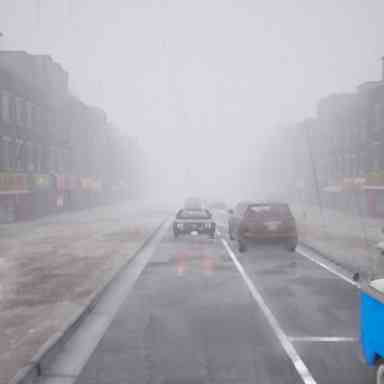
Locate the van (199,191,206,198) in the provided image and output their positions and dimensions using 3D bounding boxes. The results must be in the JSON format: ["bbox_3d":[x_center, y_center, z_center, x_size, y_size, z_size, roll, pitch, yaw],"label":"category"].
[{"bbox_3d":[2.592,0.678,85.076,1.690,1.788,3.998,-1,0,0],"label":"van"}]

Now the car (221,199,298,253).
[{"bbox_3d":[2.613,1.210,13.156,2.192,1.841,5.009,-1,0,0],"label":"car"}]

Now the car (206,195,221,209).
[{"bbox_3d":[2.612,1.302,35.287,1.802,1.307,4.206,-1,0,0],"label":"car"}]

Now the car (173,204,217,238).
[{"bbox_3d":[0.096,1.468,16.609,1.895,1.301,4.718,0,0,0],"label":"car"}]

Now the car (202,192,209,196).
[{"bbox_3d":[2.608,1.157,46.521,1.752,1.417,4.829,-1,0,0],"label":"car"}]

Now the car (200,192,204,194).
[{"bbox_3d":[2.607,1.141,51.884,2.008,1.369,4.403,-1,0,0],"label":"car"}]

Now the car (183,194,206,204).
[{"bbox_3d":[0.090,1.272,34.693,2.033,1.411,5.357,0,0,0],"label":"car"}]

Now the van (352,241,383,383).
[{"bbox_3d":[2.617,1.324,2.091,1.690,1.788,3.998,-1,0,0],"label":"van"}]

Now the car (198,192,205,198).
[{"bbox_3d":[2.593,0.735,90.609,1.967,1.590,4.097,-1,0,0],"label":"car"}]

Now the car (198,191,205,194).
[{"bbox_3d":[2.604,1.071,62.948,1.947,1.339,4.313,-1,0,0],"label":"car"}]

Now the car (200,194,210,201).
[{"bbox_3d":[2.602,1.029,68.481,1.947,1.339,4.313,-1,0,0],"label":"car"}]
